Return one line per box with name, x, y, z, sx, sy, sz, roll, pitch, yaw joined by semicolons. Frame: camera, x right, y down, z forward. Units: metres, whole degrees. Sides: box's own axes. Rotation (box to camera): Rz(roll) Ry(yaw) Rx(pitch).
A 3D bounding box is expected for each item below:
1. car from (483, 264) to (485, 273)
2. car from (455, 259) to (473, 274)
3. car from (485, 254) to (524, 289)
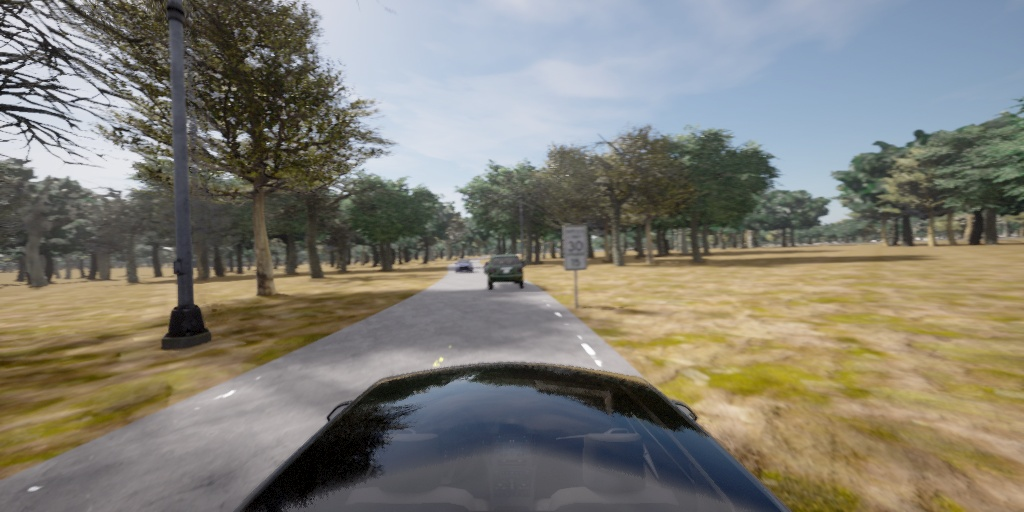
car;-2.081;1.236;39.231;1.994;1.385;4.181;-2;0;-7
car;-5.808;1.129;43.393;2.097;1.767;4.553;-2;0;-9
car;-0.494;0.930;23.070;2.150;2.045;5.566;-2;1;-4
